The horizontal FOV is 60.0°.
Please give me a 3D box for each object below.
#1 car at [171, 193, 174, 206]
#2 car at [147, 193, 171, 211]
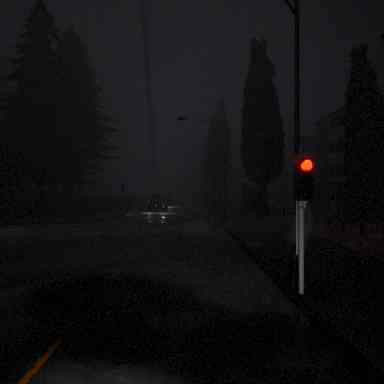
[{"bbox_3d":[-4.163,1.218,54.649,2.150,2.045,5.566,0,0,0],"label":"car"},{"bbox_3d":[-4.166,1.221,40.843,2.150,2.045,5.566,0,0,0],"label":"car"}]
